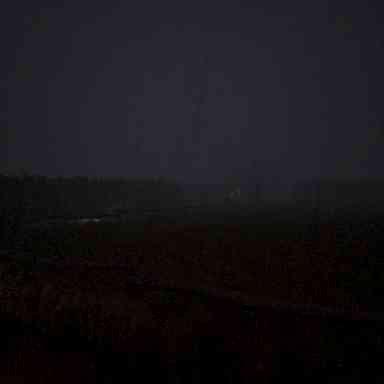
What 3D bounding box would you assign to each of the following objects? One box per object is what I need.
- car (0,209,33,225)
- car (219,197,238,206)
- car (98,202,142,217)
[{"bbox_3d":[-12.925,1.763,21.073,2.033,1.411,5.357,-1,0,31],"label":"car"},{"bbox_3d":[5.142,1.490,46.091,2.128,1.511,4.902,-1,1,20],"label":"car"},{"bbox_3d":[-6.652,1.713,31.312,1.812,1.442,4.674,-1,0,32],"label":"car"}]
